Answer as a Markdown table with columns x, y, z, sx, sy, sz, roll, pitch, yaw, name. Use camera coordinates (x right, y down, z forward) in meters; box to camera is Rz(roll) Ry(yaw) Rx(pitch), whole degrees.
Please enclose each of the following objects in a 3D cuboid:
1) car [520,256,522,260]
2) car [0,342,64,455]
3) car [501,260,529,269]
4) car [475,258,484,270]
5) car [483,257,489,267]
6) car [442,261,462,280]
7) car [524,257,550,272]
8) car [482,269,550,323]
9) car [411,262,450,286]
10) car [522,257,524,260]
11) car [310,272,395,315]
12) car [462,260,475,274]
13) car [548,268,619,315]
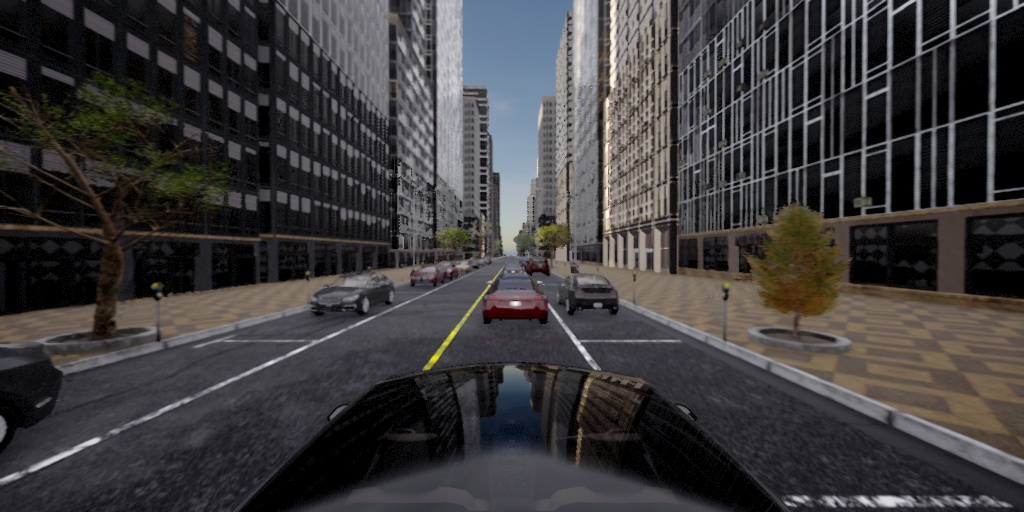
| x | y | z | sx | sy | sz | roll | pitch | yaw | name |
| --- | --- | --- | --- | --- | --- | --- | --- | --- | --- |
| 2.662 | 1.160 | 53.142 | 1.967 | 1.591 | 4.097 | 0 | 0 | 0 | car |
| -5.692 | 1.300 | 1.985 | 2.007 | 1.370 | 4.403 | 0 | 0 | 0 | car |
| 0.084 | 1.282 | 30.423 | 2.033 | 1.411 | 5.357 | 0 | 0 | 0 | car |
| -5.719 | 1.286 | 53.138 | 1.948 | 1.339 | 4.313 | 0 | 0 | 0 | car |
| -5.725 | 1.263 | 64.505 | 2.007 | 1.370 | 4.403 | 0 | 0 | 0 | car |
| -5.707 | 1.174 | 30.403 | 1.967 | 1.591 | 4.097 | 0 | 0 | 0 | car |
| 2.671 | 1.046 | 36.091 | 2.192 | 1.841 | 5.009 | 0 | 0 | 0 | car |
| 0.097 | 1.308 | 12.076 | 1.994 | 1.385 | 4.181 | 0 | 0 | 0 | car |
| -5.704 | 1.319 | 24.719 | 1.802 | 1.307 | 4.207 | 0 | 0 | 0 | car |
| 2.668 | 1.043 | 41.775 | 2.192 | 1.841 | 5.009 | 0 | 0 | 0 | car |
| -5.697 | 1.294 | 13.352 | 2.007 | 1.370 | 4.403 | 0 | 0 | 0 | car |
| -5.712 | 1.253 | 41.600 | 1.751 | 1.417 | 4.829 | 0 | 0 | 0 | car |
| 2.683 | 1.294 | 13.356 | 2.007 | 1.370 | 4.403 | 0 | 0 | 0 | car |
